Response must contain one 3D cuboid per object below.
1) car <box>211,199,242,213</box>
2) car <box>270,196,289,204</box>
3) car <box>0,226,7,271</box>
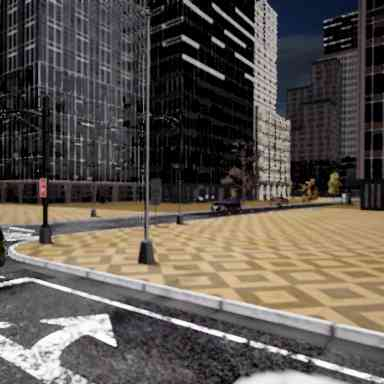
[{"bbox_3d":[4.070,1.601,39.264,2.128,1.511,4.902,1,0,37],"label":"car"},{"bbox_3d":[13.787,1.426,52.116,1.812,1.442,4.674,1,0,37],"label":"car"},{"bbox_3d":[-7.041,1.205,8.689,5.566,2.045,2.150,0,0,36],"label":"car"}]
